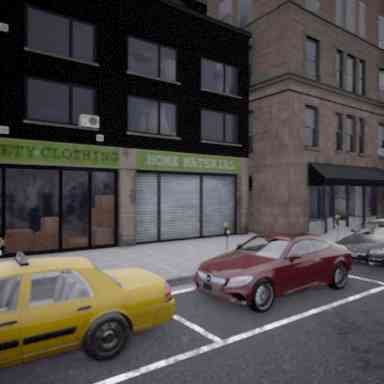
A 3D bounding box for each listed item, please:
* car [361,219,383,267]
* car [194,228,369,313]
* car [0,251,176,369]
[{"bbox_3d":[6.415,1.572,10.764,4.403,1.369,2.008,0,0,-35],"label":"car"},{"bbox_3d":[2.008,1.594,7.621,4.206,1.307,1.802,0,0,-35],"label":"car"},{"bbox_3d":[-2.538,1.526,4.379,4.829,1.417,1.752,0,0,-35],"label":"car"}]
